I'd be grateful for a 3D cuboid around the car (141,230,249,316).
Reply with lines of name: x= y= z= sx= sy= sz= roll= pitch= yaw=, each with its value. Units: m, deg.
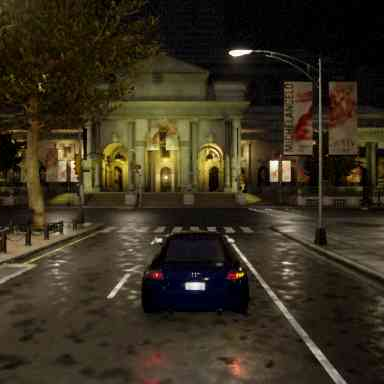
car: x=0.070 y=1.564 z=7.639 sx=1.994 sy=1.385 sz=4.181 roll=0 pitch=0 yaw=0
